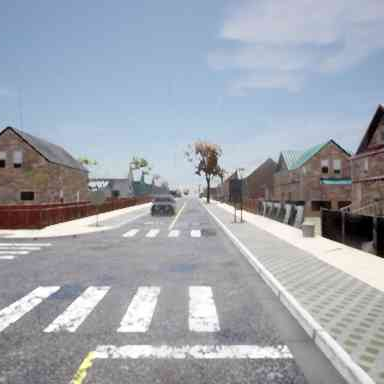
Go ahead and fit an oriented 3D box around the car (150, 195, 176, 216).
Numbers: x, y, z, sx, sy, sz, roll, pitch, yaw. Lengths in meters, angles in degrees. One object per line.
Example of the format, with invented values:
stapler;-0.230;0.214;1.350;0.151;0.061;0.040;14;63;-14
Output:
car;-2.733;1.343;32.611;2.150;2.045;5.566;0;2;0
